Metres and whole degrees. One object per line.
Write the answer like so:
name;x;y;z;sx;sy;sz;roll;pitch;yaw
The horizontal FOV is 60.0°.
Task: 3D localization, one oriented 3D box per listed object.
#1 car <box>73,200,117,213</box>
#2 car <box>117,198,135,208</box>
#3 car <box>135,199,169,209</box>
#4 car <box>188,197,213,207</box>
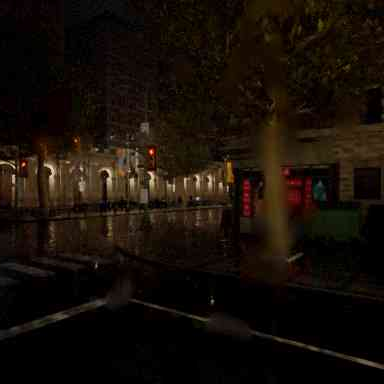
car;-10.694;1.564;35.895;1.994;1.385;4.181;0;0;36
car;-10.235;1.595;47.907;1.895;1.301;4.718;0;0;36
car;-4.934;1.564;43.901;1.994;1.385;4.181;0;0;35
car;1.318;1.547;52.545;2.033;1.411;5.357;0;0;36
